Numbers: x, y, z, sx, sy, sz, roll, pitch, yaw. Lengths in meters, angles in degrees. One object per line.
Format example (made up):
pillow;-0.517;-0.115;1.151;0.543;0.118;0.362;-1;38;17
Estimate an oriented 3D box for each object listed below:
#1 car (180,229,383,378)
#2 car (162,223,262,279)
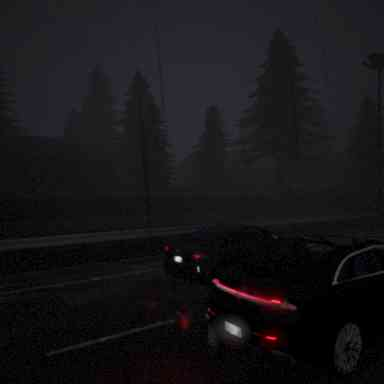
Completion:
car;2.480;1.470;5.518;4.902;1.511;2.128;0;0;-36
car;1.301;1.538;8.976;4.181;1.385;1.994;0;0;-36
